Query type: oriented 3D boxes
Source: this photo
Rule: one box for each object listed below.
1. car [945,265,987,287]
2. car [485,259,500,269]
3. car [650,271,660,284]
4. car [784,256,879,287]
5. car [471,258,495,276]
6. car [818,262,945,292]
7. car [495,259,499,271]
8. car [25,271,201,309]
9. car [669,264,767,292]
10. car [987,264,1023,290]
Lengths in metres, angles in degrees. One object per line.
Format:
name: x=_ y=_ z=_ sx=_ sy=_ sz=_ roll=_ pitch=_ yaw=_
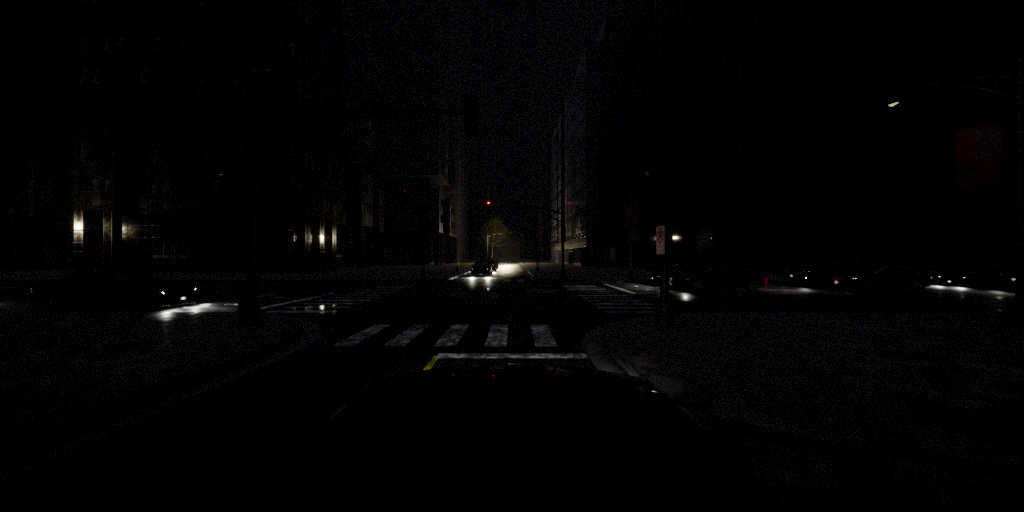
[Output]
car: x=32.040 y=1.327 z=24.062 sx=5.357 sy=1.411 sz=2.033 roll=0 pitch=0 yaw=0
car: x=-3.126 y=1.241 z=57.176 sx=2.128 sy=1.511 sz=4.902 roll=0 pitch=0 yaw=0
car: x=11.854 y=1.258 z=24.161 sx=4.892 sy=1.490 sz=1.837 roll=0 pitch=0 yaw=-1
car: x=21.585 y=0.987 z=24.097 sx=5.566 sy=2.045 sz=2.150 roll=0 pitch=0 yaw=1
car: x=-3.101 y=1.227 z=37.480 sx=1.882 sy=1.535 sz=5.008 roll=0 pitch=0 yaw=1
car: x=21.331 y=1.262 z=20.862 sx=4.902 sy=1.511 sz=2.128 roll=0 pitch=0 yaw=0
car: x=-3.115 y=1.101 z=47.261 sx=2.097 sy=1.767 sz=4.553 roll=0 pitch=0 yaw=0
car: x=-15.762 y=1.294 z=14.306 sx=5.357 sy=1.411 sz=2.033 roll=0 pitch=0 yaw=0
car: x=12.007 y=1.237 z=20.905 sx=5.008 sy=1.535 sz=1.882 roll=0 pitch=0 yaw=1
car: x=31.944 y=1.007 z=20.813 sx=5.566 sy=2.045 sz=2.150 roll=0 pitch=0 yaw=0
